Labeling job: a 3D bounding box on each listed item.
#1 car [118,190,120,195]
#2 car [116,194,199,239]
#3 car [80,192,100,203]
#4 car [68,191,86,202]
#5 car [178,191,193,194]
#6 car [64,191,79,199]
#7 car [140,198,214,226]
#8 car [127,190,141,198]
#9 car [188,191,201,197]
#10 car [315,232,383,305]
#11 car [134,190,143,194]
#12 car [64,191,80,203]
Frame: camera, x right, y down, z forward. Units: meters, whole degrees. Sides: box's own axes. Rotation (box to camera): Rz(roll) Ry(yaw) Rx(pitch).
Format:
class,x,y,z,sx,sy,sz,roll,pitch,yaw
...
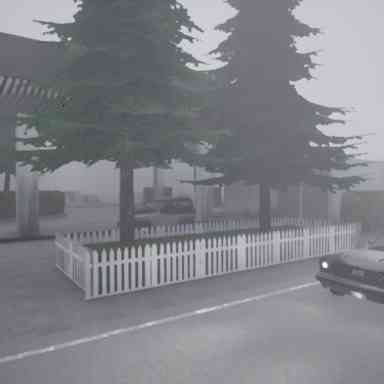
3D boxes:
class,x,y,z,sx,sy,sz,roll,pitch,yaw
car,-17.147,0.473,83.511,1.905,1.878,3.866,-1,1,-34
car,-1.528,1.187,16.054,3.866,1.878,1.905,-1,1,-34
car,-16.175,1.005,53.173,1.970,1.475,3.806,-1,1,-34
car,-20.877,0.708,60.228,1.932,1.855,4.605,-1,1,-34
car,-1.720,0.729,71.959,1.845,1.501,3.633,-1,1,-34
car,-27.827,0.666,76.468,2.152,1.636,5.027,-1,1,-34
car,-1.023,1.292,23.170,4.611,1.667,2.242,-1,1,-34
car,-14.948,0.466,85.455,1.932,1.855,4.605,-1,1,-34
car,0.642,0.574,95.573,1.845,1.501,3.633,-1,1,-34
car,4.827,1.514,7.150,4.718,1.301,1.895,-1,1,-33
car,-10.085,0.798,66.493,2.007,1.523,4.514,-1,1,-34
car,-19.288,0.748,51.850,1.905,1.878,3.866,-1,1,-34
